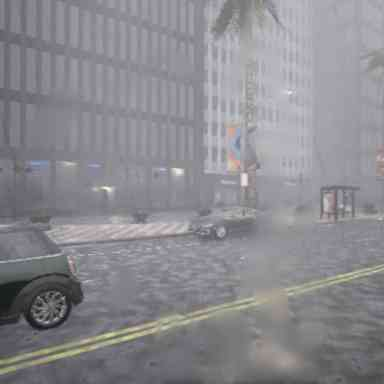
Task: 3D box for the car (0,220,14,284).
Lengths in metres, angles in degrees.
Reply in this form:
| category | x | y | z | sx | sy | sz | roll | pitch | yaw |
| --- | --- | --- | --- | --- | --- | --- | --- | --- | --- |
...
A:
| category | x | y | z | sx | sy | sz | roll | pitch | yaw |
| --- | --- | --- | --- | --- | --- | --- | --- | --- | --- |
| car | -6.881 | 1.518 | 7.682 | 4.674 | 1.442 | 1.812 | 0 | 0 | -36 |

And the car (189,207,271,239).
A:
| category | x | y | z | sx | sy | sz | roll | pitch | yaw |
| --- | --- | --- | --- | --- | --- | --- | --- | --- | --- |
| car | 2.108 | 1.556 | 17.768 | 4.892 | 1.521 | 2.231 | 0 | 0 | -35 |

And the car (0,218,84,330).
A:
| category | x | y | z | sx | sy | sz | roll | pitch | yaw |
| --- | --- | --- | --- | --- | --- | --- | --- | --- | --- |
| car | -4.211 | 1.349 | 5.288 | 4.553 | 1.767 | 2.097 | 0 | 0 | -36 |
